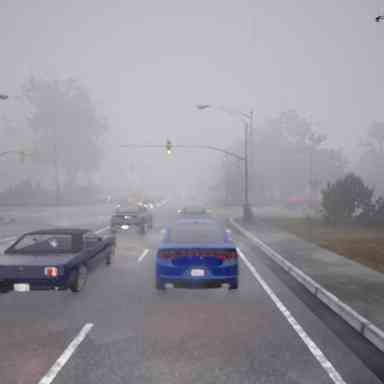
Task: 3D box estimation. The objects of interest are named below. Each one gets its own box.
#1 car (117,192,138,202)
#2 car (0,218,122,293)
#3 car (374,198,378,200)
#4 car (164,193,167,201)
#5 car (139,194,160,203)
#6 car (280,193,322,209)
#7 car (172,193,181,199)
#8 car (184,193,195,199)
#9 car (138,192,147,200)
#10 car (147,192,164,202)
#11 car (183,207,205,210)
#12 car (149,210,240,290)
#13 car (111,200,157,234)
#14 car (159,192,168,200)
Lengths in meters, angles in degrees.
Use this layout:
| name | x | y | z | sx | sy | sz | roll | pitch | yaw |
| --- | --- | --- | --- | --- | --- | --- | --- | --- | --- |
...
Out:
| name | x | y | z | sx | sy | sz | roll | pitch | yaw |
| --- | --- | --- | --- | --- | --- | --- | --- | --- | --- |
| car | -10.536 | 1.203 | 53.569 | 2.097 | 1.767 | 4.553 | 0 | 0 | 1 |
| car | -3.386 | 1.611 | 8.855 | 1.895 | 1.301 | 4.718 | 0 | 0 | 0 |
| car | 24.096 | 1.455 | 43.081 | 4.181 | 1.385 | 1.994 | 0 | 0 | -3 |
| car | -6.985 | 1.335 | 74.012 | 1.895 | 1.301 | 4.718 | 0 | 0 | -1 |
| car | -7.007 | 1.409 | 55.178 | 1.994 | 1.385 | 4.181 | 0 | 0 | 0 |
| car | 14.182 | 1.114 | 42.573 | 5.566 | 2.045 | 2.150 | 0 | 0 | -6 |
| car | -3.858 | 1.177 | 85.330 | 2.033 | 1.411 | 5.357 | 0 | 1 | -4 |
| car | -0.395 | 0.986 | 86.147 | 2.097 | 1.767 | 4.553 | 0 | 1 | -4 |
| car | -10.464 | 1.031 | 63.154 | 2.150 | 2.045 | 5.566 | 0 | 0 | 0 |
| car | -6.966 | 1.283 | 63.987 | 1.882 | 1.535 | 5.008 | 0 | 0 | 0 |
| car | 0.129 | 1.540 | 19.373 | 1.994 | 1.385 | 4.181 | 0 | 0 | 0 |
| car | 0.115 | 1.487 | 9.193 | 1.882 | 1.535 | 5.008 | 0 | 0 | 0 |
| car | -3.370 | 1.483 | 19.168 | 1.837 | 1.490 | 4.892 | 0 | 1 | 0 |
| car | -7.303 | 1.001 | 84.248 | 2.097 | 1.767 | 4.553 | 0 | 1 | -3 |
